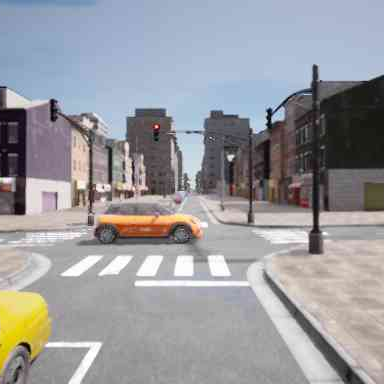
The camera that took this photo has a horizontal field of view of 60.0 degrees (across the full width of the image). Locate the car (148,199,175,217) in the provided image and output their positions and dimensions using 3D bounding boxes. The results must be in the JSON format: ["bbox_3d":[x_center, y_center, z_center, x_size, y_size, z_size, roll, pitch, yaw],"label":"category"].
[{"bbox_3d":[-2.605,1.351,29.544,2.008,1.369,4.403,1,0,0],"label":"car"}]

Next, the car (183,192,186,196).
[{"bbox_3d":[-2.588,1.133,57.786,1.947,1.339,4.313,1,0,0],"label":"car"}]

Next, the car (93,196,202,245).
[{"bbox_3d":[-1.841,1.232,14.492,4.553,1.767,2.097,-1,0,0],"label":"car"}]

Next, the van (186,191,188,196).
[{"bbox_3d":[-2.572,0.744,80.378,1.690,1.788,3.998,1,0,0],"label":"van"}]

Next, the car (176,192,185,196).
[{"bbox_3d":[-2.591,1.159,52.139,1.887,1.381,4.507,1,0,0],"label":"car"}]

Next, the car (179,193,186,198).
[{"bbox_3d":[-2.571,0.916,91.676,1.802,1.307,4.206,1,0,0],"label":"car"}]

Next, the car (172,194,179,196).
[{"bbox_3d":[-2.601,1.283,35.023,1.752,1.417,4.829,1,0,0],"label":"car"}]

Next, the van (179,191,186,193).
[{"bbox_3d":[-2.578,0.822,69.082,1.690,1.788,3.998,1,0,0],"label":"van"}]

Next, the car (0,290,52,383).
[{"bbox_3d":[-2.623,1.514,2.273,1.752,1.417,4.829,1,0,0],"label":"car"}]
